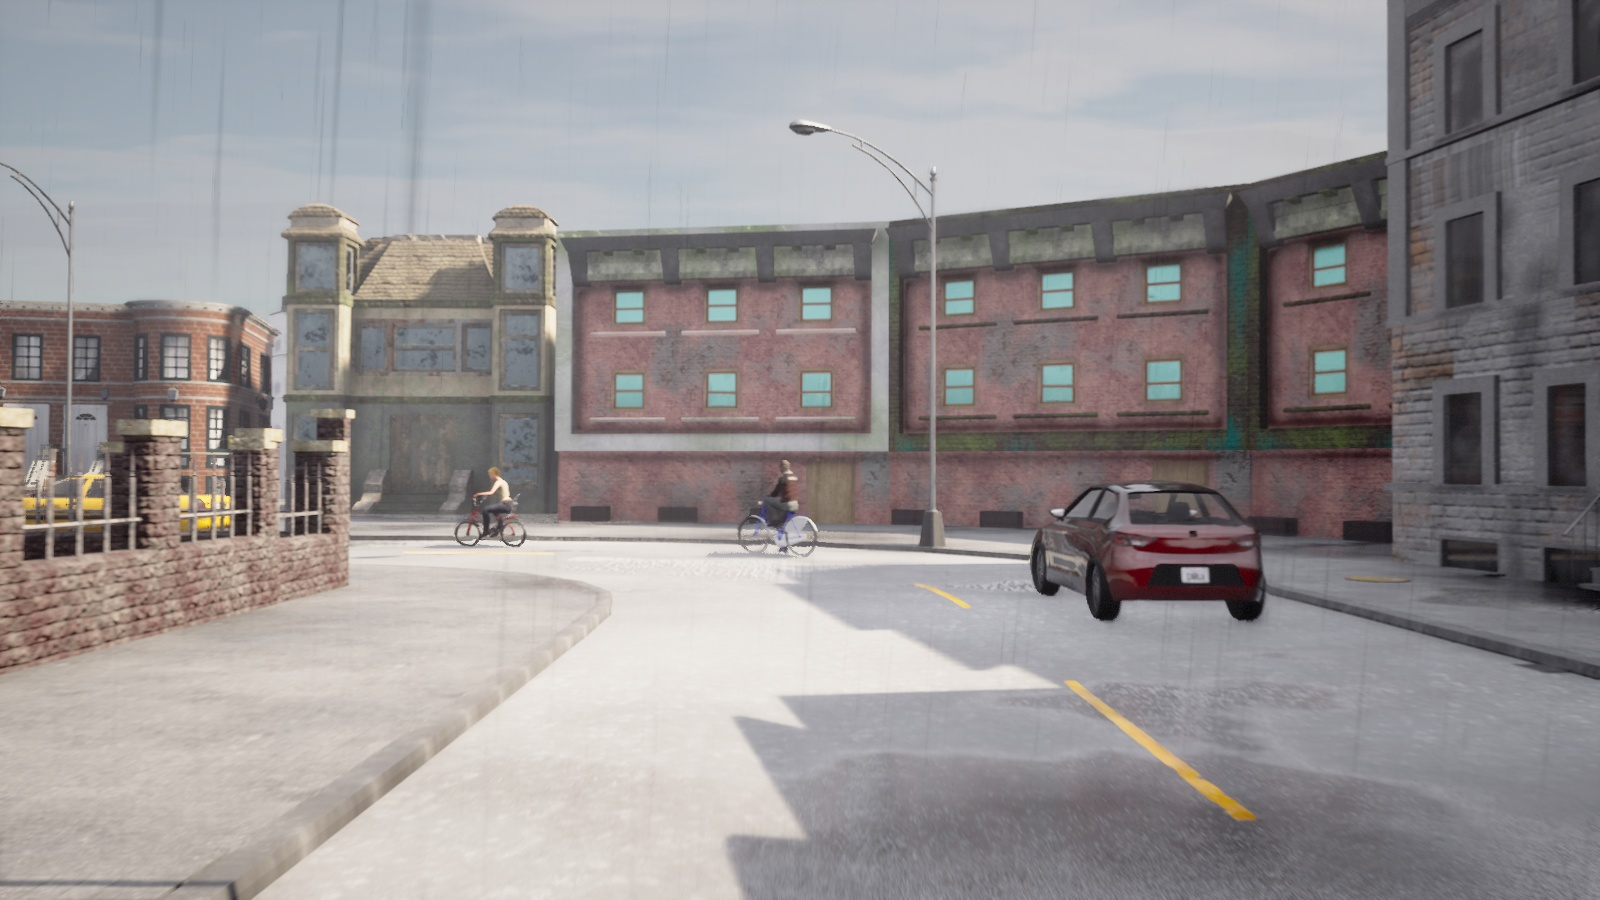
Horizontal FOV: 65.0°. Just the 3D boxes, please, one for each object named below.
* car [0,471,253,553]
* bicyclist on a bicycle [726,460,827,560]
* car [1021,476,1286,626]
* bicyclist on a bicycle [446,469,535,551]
[{"bbox_3d":[-14.232,1.238,25.599,5.366,1.575,1.801,0,-1,0],"label":"car"},{"bbox_3d":[-0.441,1.077,23.156,1.843,1.776,0.659,-1,-1,39],"label":"bicyclist on a bicycle"},{"bbox_3d":[3.920,1.060,14.703,1.816,1.474,4.193,0,-1,-1],"label":"car"},{"bbox_3d":[-6.220,1.201,25.267,1.509,1.612,0.866,-1,-1,8],"label":"bicyclist on a bicycle"}]
